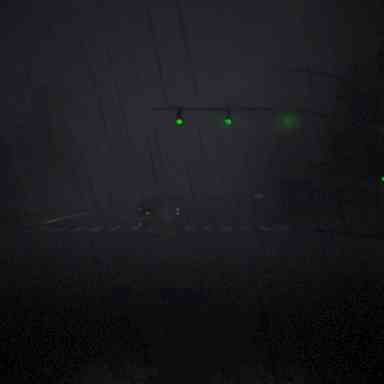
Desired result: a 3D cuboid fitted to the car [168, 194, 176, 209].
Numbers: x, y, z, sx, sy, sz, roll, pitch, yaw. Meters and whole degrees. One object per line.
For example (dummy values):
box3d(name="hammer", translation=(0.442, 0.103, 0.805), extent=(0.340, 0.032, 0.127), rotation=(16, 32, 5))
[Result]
box3d(name="car", translation=(-3.356, 1.209, 39.320), extent=(1.812, 1.442, 4.674), rotation=(0, 0, 2))

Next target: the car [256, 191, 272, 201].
box3d(name="car", translation=(14.619, 0.654, 65.713), extent=(5.566, 2.045, 2.150), rotation=(-1, 1, -43))

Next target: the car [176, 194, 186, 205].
box3d(name="car", translation=(-2.273, 1.108, 49.409), extent=(1.837, 1.490, 4.892), rotation=(0, 1, 13))

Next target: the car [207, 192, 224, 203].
box3d(name="car", translation=(4.358, 0.873, 57.842), extent=(2.097, 1.767, 4.553), rotation=(0, 1, 30))

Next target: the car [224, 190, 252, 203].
box3d(name="car", translation=(8.103, 0.735, 57.416), extent=(2.150, 2.045, 5.566), rotation=(0, 1, 30))

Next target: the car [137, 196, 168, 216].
box3d(name="car", translation=(-3.573, 1.306, 29.447), extent=(2.033, 1.411, 5.357), rotation=(0, 0, 0))

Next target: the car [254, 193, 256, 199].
box3d(name="car", translation=(10.142, 0.967, 66.136), extent=(1.812, 1.442, 4.674), rotation=(0, 1, 44))
